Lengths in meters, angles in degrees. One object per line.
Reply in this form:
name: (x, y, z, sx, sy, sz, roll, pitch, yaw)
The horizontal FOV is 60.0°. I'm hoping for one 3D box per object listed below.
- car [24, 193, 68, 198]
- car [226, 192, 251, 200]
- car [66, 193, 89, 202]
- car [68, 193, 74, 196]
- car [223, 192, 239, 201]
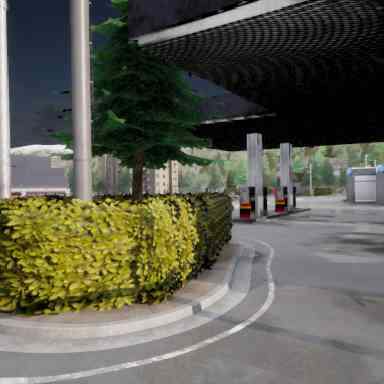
car: (-14.773, 1.183, 33.589, 3.866, 1.878, 1.905, -1, 1, 35)
car: (9.206, 0.812, 66.502, 4.514, 1.523, 2.007, -1, 1, 35)
car: (-22.897, 1.103, 66.486, 4.605, 1.855, 1.932, -1, 1, 35)
car: (-24.243, 1.124, 63.877, 3.866, 1.878, 1.905, -1, 1, 35)
car: (7.434, 0.850, 63.913, 5.027, 1.636, 2.152, -1, 1, 35)
